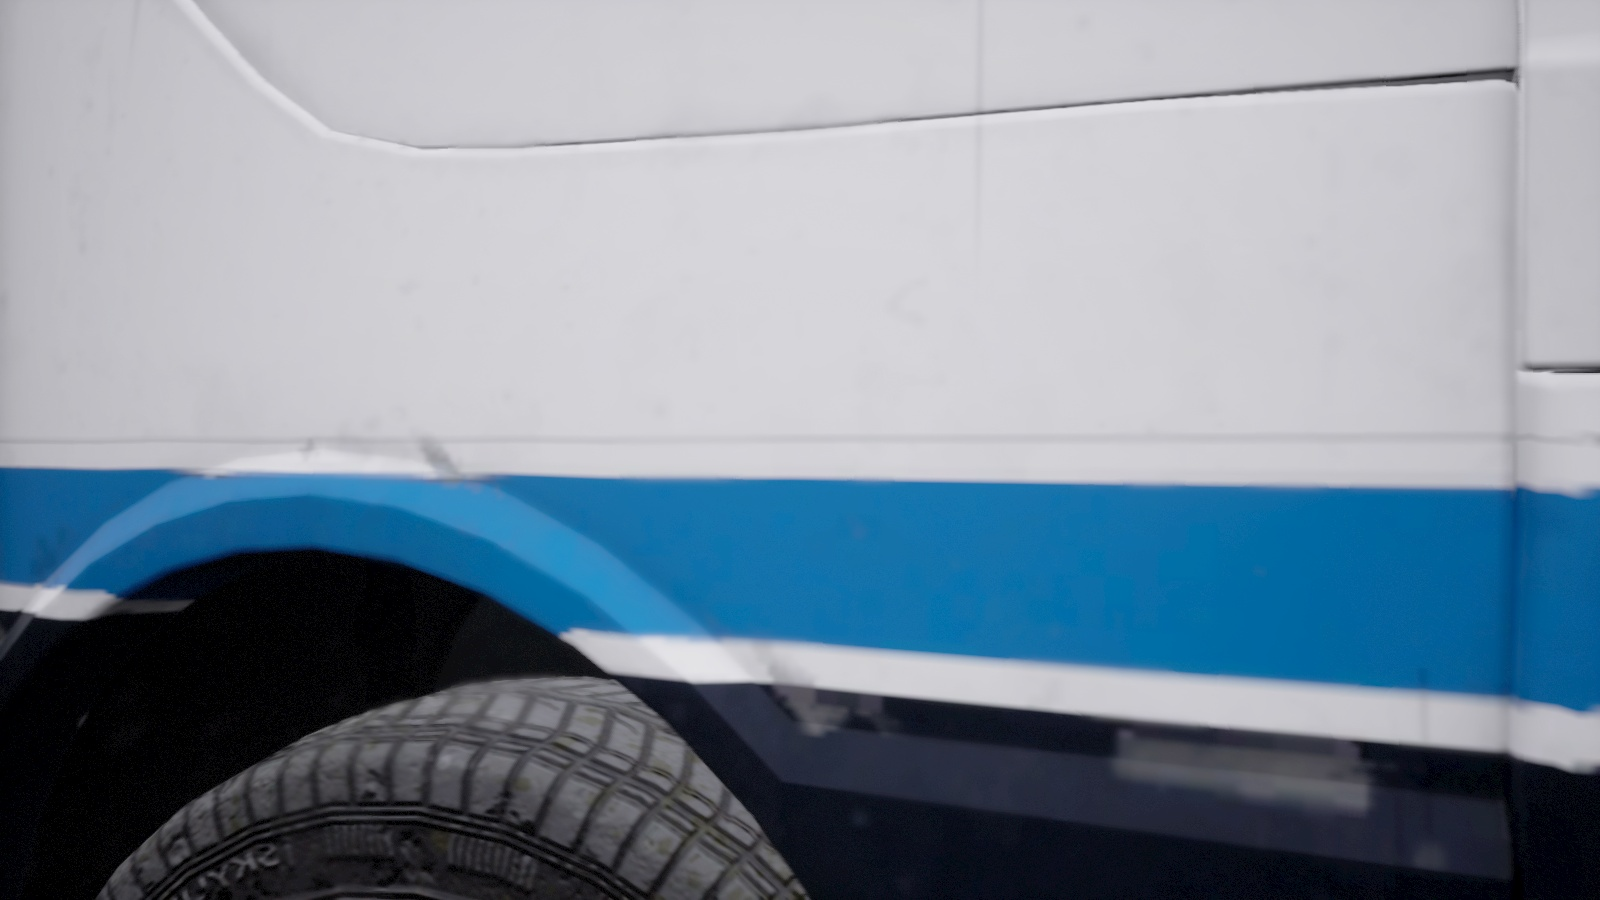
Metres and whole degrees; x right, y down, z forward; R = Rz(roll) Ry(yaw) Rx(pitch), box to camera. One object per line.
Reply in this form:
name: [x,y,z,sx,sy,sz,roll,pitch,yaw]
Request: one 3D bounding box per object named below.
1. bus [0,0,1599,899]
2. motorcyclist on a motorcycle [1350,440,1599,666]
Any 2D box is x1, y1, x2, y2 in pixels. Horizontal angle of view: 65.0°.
bus: [-2.437,-0.619,4.014,10.273,4.253,3.944,1,1,26]
motorcyclist on a motorcycle: [5.113,0.697,8.960,2.044,1.523,0.797,0,0,12]
